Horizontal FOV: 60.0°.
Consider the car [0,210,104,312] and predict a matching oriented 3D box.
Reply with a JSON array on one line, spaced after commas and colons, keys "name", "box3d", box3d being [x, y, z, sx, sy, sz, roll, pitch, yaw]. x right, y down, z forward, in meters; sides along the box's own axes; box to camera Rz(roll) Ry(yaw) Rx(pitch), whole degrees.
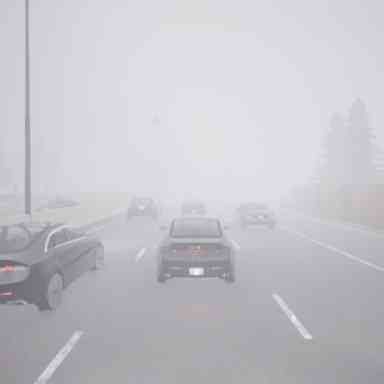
[{"name": "car", "box3d": [-3.409, 1.408, 7.505, 2.128, 1.511, 4.902, 0, 1, 0]}]

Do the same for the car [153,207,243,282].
[{"name": "car", "box3d": [0.092, 1.399, 9.411, 1.837, 1.490, 4.892, 0, 1, 0]}]

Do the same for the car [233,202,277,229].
[{"name": "car", "box3d": [3.585, 1.326, 19.828, 2.033, 1.411, 5.357, 0, 1, 0]}]

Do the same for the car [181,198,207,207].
[{"name": "car", "box3d": [0.149, 1.185, 26.321, 1.882, 1.535, 5.008, 0, 1, 1]}]

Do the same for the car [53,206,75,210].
[{"name": "car", "box3d": [-10.484, 1.204, 26.223, 2.128, 1.511, 4.902, 0, 1, 2]}]

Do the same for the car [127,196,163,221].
[{"name": "car", "box3d": [-3.378, 1.081, 24.491, 2.097, 1.767, 4.553, 0, 1, 1]}]
